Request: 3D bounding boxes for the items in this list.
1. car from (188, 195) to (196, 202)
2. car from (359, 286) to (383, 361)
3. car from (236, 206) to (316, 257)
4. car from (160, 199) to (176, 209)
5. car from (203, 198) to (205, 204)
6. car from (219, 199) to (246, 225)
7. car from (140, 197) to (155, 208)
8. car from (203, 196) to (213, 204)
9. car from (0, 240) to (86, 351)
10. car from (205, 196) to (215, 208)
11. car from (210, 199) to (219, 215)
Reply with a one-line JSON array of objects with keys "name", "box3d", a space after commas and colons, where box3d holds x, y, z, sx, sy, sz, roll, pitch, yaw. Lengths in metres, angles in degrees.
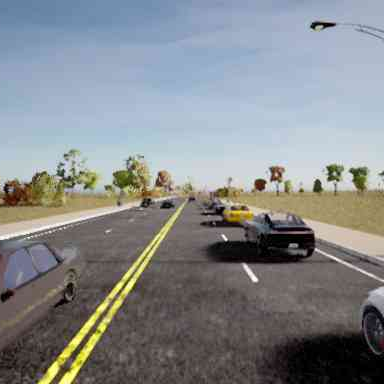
[{"name": "car", "box3d": [0.013, 1.531, 76.444, 2.033, 1.411, 5.357, 0, 0, 0]}, {"name": "car", "box3d": [3.353, 1.532, 2.961, 1.812, 1.442, 4.674, 0, 0, 0]}, {"name": "car", "box3d": [3.252, 1.517, 13.063, 2.128, 1.511, 4.902, 0, 0, 0]}, {"name": "car", "box3d": [-3.321, 1.648, 46.624, 1.994, 1.385, 4.181, 0, 0, 0]}, {"name": "car", "box3d": [3.260, 1.557, 57.253, 1.801, 1.575, 5.366, 0, 0, 0]}, {"name": "car", "box3d": [3.254, 1.502, 24.253, 1.801, 1.575, 5.366, 0, 0, 0]}, {"name": "car", "box3d": [-6.569, 1.593, 49.553, 1.837, 1.490, 4.892, 0, 0, 0]}, {"name": "car", "box3d": [3.261, 1.574, 68.253, 1.801, 1.575, 5.366, 0, 0, 0]}, {"name": "car", "box3d": [-3.350, 1.558, 5.429, 2.033, 1.411, 5.357, 0, 0, 0]}, {"name": "car", "box3d": [3.258, 1.630, 46.063, 2.033, 1.411, 5.357, 0, 0, 0]}, {"name": "car", "box3d": [3.256, 1.666, 35.093, 1.895, 1.301, 4.718, 0, 0, 0]}]
